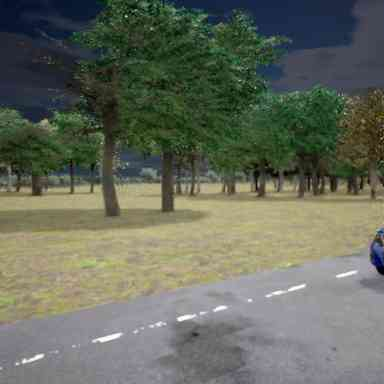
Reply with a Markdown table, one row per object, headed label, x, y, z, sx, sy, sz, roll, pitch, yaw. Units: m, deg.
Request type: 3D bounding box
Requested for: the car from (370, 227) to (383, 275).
| label | x | y | z | sx | sy | sz | roll | pitch | yaw |
| --- | --- | --- | --- | --- | --- | --- | --- | --- | --- |
| car | 7.156 | 1.192 | 9.093 | 5.566 | 2.045 | 2.150 | 0 | 0 | -35 |
